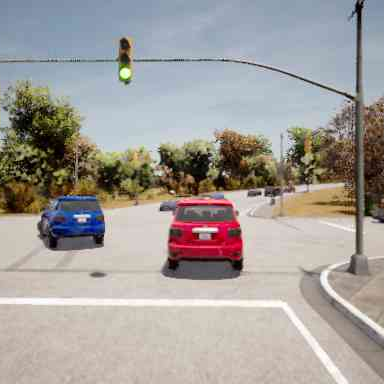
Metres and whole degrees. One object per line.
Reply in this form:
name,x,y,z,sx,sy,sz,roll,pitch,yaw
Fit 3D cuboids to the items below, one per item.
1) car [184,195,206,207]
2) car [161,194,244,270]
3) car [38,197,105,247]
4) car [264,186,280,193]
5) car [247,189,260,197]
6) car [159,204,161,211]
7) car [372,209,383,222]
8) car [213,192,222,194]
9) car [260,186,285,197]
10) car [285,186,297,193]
car,0.521,1.259,49.404,1.812,1.442,4.674,0,2,19
car,0.464,1.238,11.330,2.150,2.045,5.566,0,0,3
car,-5.705,1.237,15.531,2.150,2.045,5.566,1,-1,-30
car,18.302,-0.637,76.046,1.812,1.442,4.674,0,3,37
car,12.788,0.084,67.459,2.128,1.511,4.902,0,4,32
car,-2.440,1.548,39.837,1.994,1.385,4.181,0,1,15
car,15.655,1.485,24.041,4.892,1.490,1.837,-1,0,2
car,4.367,0.797,58.857,1.812,1.442,4.674,0,3,24
car,16.128,-0.240,66.239,2.150,2.045,5.566,0,4,32
car,21.922,-0.664,75.094,1.812,1.442,4.674,0,3,37
